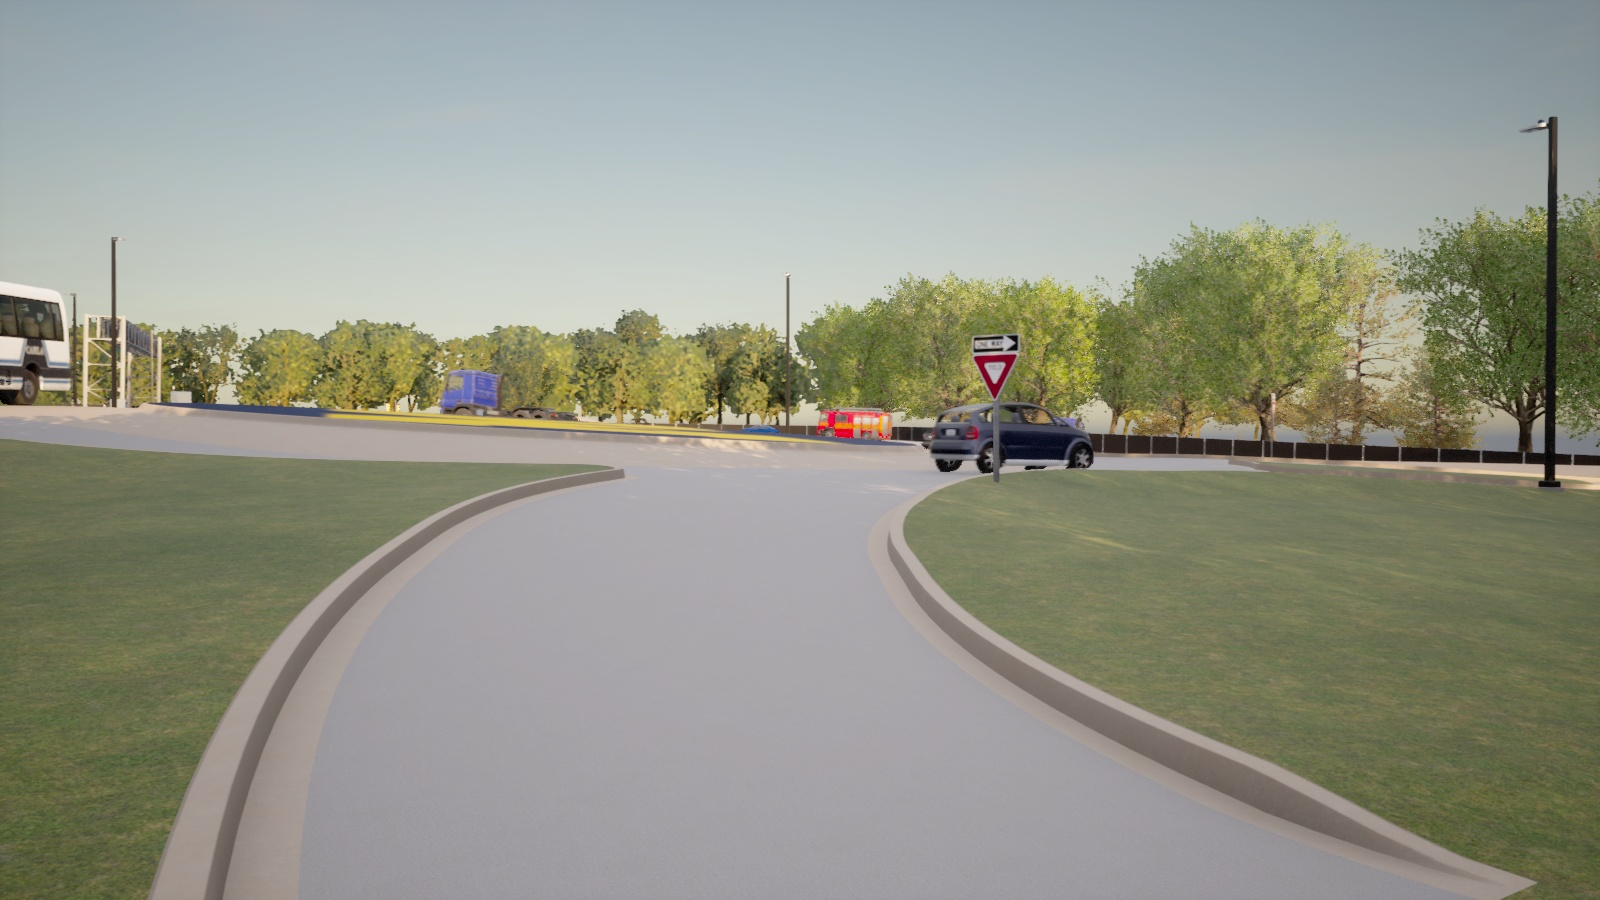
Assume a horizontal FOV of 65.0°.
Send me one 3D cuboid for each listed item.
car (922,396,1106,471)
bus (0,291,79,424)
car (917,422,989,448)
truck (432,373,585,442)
[{"bbox_3d":[4.724,-0.347,27.661,3.705,1.549,1.789,0,0,-31],"label":"car"},{"bbox_3d":[-27.691,-2.931,40.222,3.944,4.253,10.273,-1,2,-5],"label":"bus"},{"bbox_3d":[10.707,-1.046,87.780,4.611,1.667,2.242,1,0,-35],"label":"car"},{"bbox_3d":[-16.226,-2.337,69.934,7.936,3.462,2.891,1,-4,23],"label":"truck"}]
